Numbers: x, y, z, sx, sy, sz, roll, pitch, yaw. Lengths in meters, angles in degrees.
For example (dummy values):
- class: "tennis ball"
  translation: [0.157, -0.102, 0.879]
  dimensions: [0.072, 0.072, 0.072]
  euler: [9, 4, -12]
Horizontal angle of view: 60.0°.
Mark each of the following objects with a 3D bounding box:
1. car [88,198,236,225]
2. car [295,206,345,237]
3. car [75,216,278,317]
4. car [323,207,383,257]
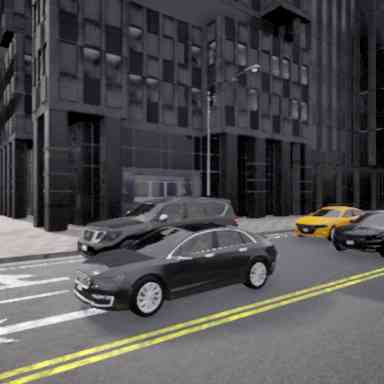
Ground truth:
- class: "car"
  translation: [-0.843, 1.225, 11.084]
  dimensions: [5.566, 2.045, 2.150]
  euler: [0, 0, -37]
- class: "car"
  translation: [7.297, 1.494, 16.877]
  dimensions: [5.008, 1.535, 1.882]
  euler: [0, 0, -36]
- class: "car"
  translation: [-0.111, 1.507, 7.570]
  dimensions: [4.892, 1.490, 1.837]
  euler: [0, 0, -37]
- class: "car"
  translation: [7.543, 1.491, 13.061]
  dimensions: [5.008, 1.535, 1.882]
  euler: [0, 0, -36]
